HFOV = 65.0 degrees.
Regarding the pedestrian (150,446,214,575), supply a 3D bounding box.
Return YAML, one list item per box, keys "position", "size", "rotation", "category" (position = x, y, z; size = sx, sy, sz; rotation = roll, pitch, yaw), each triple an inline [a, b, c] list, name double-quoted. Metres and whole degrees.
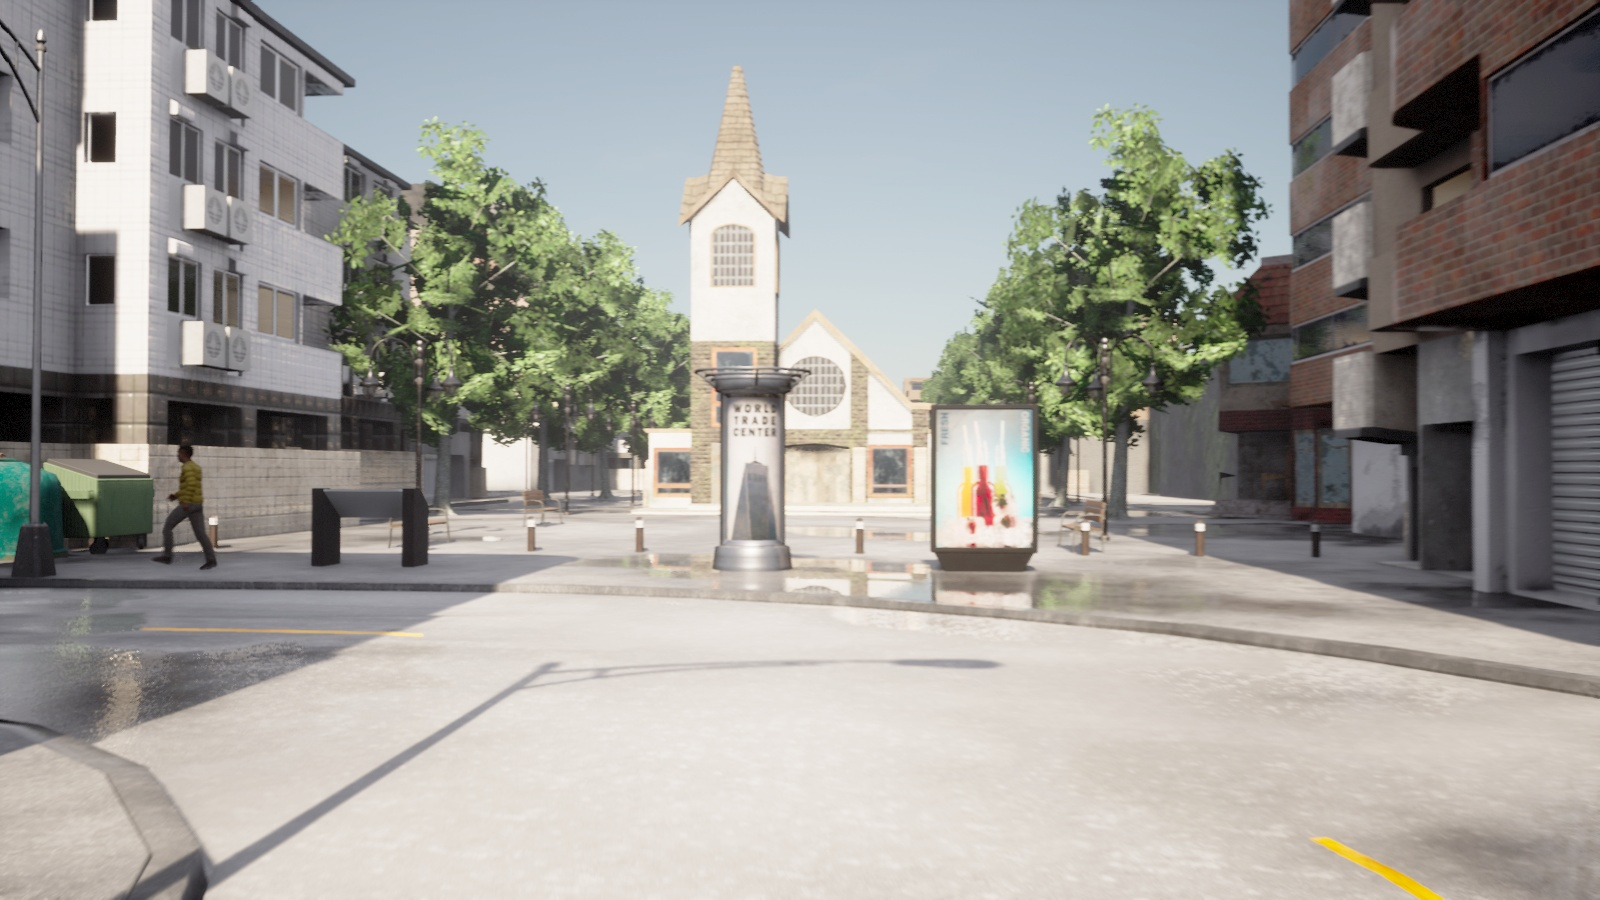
- position: [-8.971, 0.873, 18.249]
  size: [0.709, 1.840, 0.431]
  rotation: [0, -1, 4]
  category: "pedestrian"
